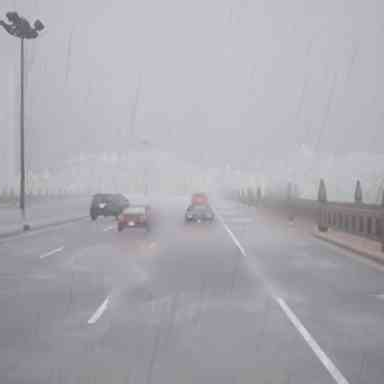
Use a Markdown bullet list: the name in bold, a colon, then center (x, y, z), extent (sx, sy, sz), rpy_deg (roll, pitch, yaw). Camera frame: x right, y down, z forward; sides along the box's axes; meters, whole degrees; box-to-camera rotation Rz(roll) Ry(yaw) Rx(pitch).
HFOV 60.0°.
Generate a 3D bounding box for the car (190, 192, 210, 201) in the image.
- **car**: center (0.986, 1.068, 41.408), extent (2.150, 2.045, 5.566), rpy_deg (0, 0, 2)

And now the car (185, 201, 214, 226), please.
- **car**: center (0.519, 1.515, 22.973), extent (1.895, 1.301, 4.718), rpy_deg (0, 0, 1)

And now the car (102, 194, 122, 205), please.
- **car**: center (-12.872, 1.147, 53.904), extent (2.097, 1.767, 4.553), rpy_deg (0, 0, 2)

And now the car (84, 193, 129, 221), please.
- **car**: center (-6.395, 1.120, 26.579), extent (2.150, 2.045, 5.566), rpy_deg (0, 0, 1)

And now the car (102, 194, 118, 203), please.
- **car**: center (-16.048, 1.235, 65.178), extent (1.882, 1.535, 5.008), rpy_deg (0, 0, 2)

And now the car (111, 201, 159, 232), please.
- **car**: center (-3.065, 1.452, 19.440), extent (1.812, 1.442, 4.674), rpy_deg (0, 0, 1)
